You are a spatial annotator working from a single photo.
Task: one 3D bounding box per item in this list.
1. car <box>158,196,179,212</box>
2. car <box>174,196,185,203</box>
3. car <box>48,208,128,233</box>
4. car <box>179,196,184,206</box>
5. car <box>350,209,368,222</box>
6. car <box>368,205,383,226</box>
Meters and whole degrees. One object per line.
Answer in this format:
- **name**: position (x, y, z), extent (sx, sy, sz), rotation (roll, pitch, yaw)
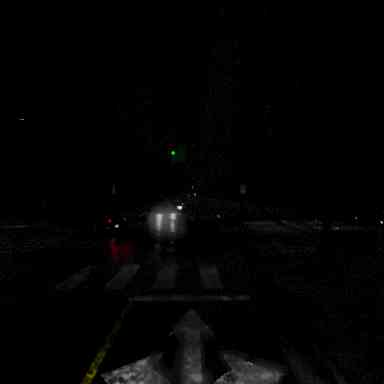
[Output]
- **car**: position (-2.811, 1.528, 38.415), extent (1.837, 1.490, 4.892), rotation (0, 1, 0)
- **car**: position (-2.651, 1.647, 71.166), extent (1.994, 1.385, 4.181), rotation (0, 0, 0)
- **car**: position (-6.197, 1.604, 19.567), extent (4.718, 1.301, 1.895), rotation (0, 0, 27)
- **car**: position (-2.720, 1.533, 56.407), extent (1.882, 1.535, 5.008), rotation (0, 0, 1)
- **car**: position (14.045, 1.548, 24.010), extent (4.718, 1.301, 1.895), rotation (0, 0, -1)
- **car**: position (14.044, 1.576, 20.757), extent (4.718, 1.301, 1.895), rotation (0, 0, 0)
